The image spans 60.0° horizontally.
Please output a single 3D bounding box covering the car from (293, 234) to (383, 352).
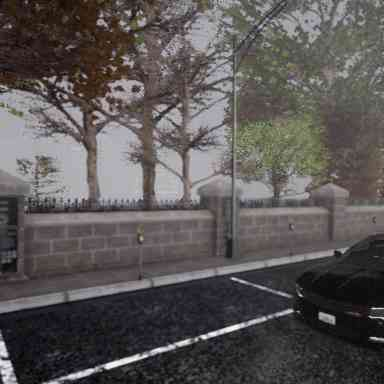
[{"bbox_3d":[3.962,1.550,6.187,5.008,1.535,1.882,1,0,-35],"label":"car"}]
